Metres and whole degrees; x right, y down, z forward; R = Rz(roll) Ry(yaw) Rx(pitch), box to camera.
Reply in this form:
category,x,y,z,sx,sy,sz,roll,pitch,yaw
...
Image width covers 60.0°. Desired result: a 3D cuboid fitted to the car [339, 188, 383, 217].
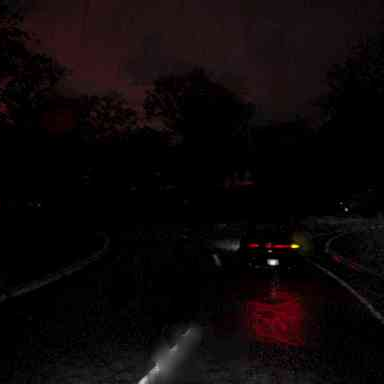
category,x,y,z,sx,sy,sz,roll,pitch,yaw
car,14.937,0.836,27.762,5.566,2.045,2.150,-5,2,-22

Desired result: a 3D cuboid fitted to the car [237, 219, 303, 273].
category,x,y,z,sx,sy,sz,roll,pitch,yaw
car,2.583,1.686,11.504,1.837,1.490,4.892,0,0,8

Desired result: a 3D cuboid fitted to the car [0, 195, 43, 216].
category,x,y,z,sx,sy,sz,roll,pitch,yaw
car,-17.701,1.286,32.895,5.566,2.045,2.150,1,-1,4
